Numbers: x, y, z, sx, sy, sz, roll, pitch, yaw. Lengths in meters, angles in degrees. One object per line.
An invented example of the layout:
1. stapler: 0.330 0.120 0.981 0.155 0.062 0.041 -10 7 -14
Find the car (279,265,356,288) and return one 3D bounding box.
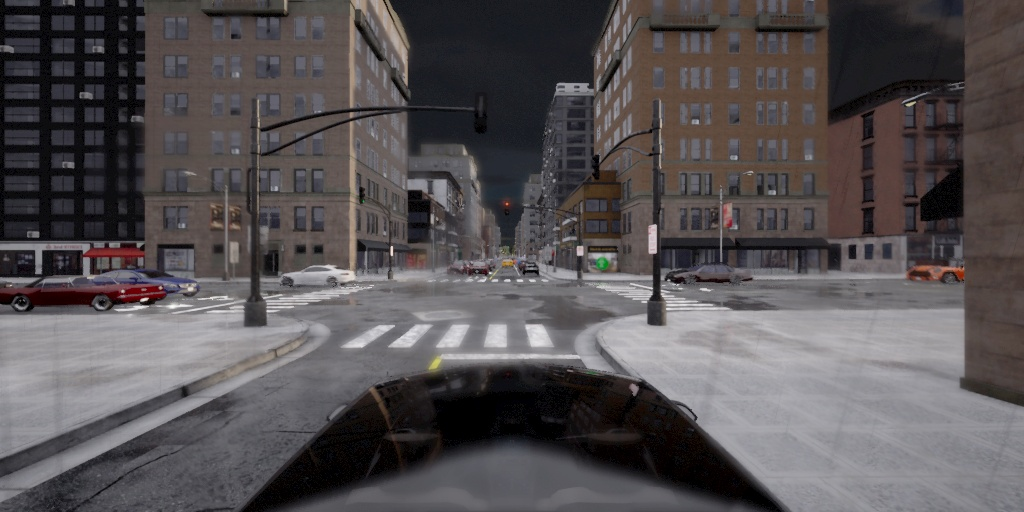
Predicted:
1. car: -12.922 1.331 23.978 4.674 1.442 1.812 0 0 -1

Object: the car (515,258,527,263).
1. car: 1.908 1.386 56.217 1.948 1.339 4.313 0 0 0

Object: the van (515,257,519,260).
1. van: 1.869 1.173 61.727 1.690 1.789 3.998 0 0 0

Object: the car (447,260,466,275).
1. car: -6.000 1.229 39.628 1.967 1.591 4.097 0 0 0

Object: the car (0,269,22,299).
1. car: -27.462 1.396 17.097 5.357 1.411 2.033 0 0 -1

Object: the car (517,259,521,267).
1. car: 1.947 1.391 50.706 1.802 1.307 4.207 0 0 0

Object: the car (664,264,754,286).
1. car: 13.279 1.247 24.294 5.357 1.411 2.033 0 0 -1

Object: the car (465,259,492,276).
1. car: -3.450 1.265 37.822 1.882 1.535 5.008 0 0 0

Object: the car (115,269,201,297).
1. car: -17.736 1.337 17.211 4.674 1.442 1.812 0 0 1

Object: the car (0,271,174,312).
1. car: -16.565 1.401 13.982 4.718 1.301 1.895 0 0 -1

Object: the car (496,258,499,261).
1. car: -3.576 1.424 57.555 1.895 1.301 4.718 0 0 0

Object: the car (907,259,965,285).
1. car: 30.012 0.981 24.494 4.553 1.767 2.097 0 0 -1

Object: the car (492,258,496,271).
1. car: -3.515 1.308 47.415 1.837 1.490 4.892 0 0 0

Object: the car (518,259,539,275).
1. car: 2.025 1.355 39.684 1.948 1.339 4.313 0 0 0
